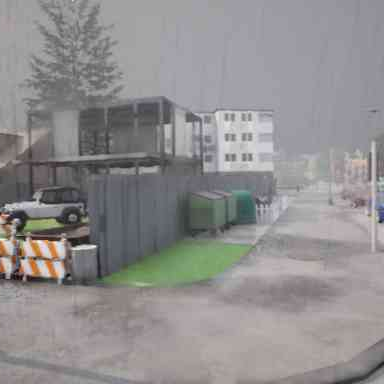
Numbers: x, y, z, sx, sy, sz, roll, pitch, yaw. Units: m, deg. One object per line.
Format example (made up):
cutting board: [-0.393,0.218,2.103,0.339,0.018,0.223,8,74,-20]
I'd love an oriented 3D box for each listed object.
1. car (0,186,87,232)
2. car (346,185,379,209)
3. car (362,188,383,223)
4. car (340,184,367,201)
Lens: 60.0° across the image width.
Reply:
car: [-6.822,0.698,15.368,3.866,1.878,1.905,-2,2,-35]
car: [13.920,0.441,26.841,1.882,1.535,5.008,-1,2,20]
car: [10.742,0.749,17.986,1.882,1.535,5.008,-1,2,20]
car: [17.486,0.113,36.638,2.128,1.511,4.902,-1,2,20]
